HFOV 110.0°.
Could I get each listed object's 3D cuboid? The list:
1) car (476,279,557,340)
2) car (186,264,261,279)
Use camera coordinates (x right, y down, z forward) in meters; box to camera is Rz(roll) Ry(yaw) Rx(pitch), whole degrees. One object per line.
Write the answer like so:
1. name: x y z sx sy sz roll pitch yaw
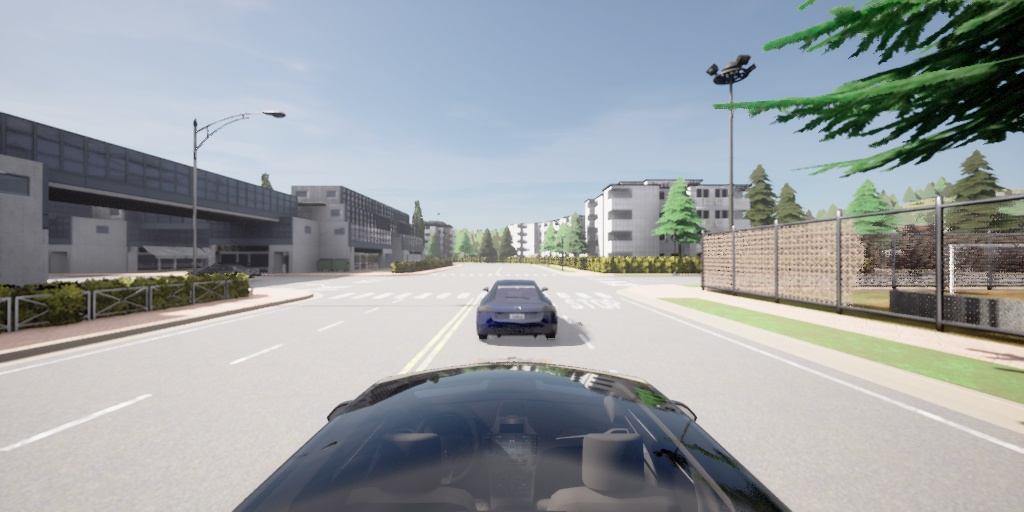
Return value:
1. car: 0.103 1.346 10.152 1.994 1.385 4.181 0 0 0
2. car: -24.677 1.407 30.733 5.357 1.411 2.033 0 0 -1
